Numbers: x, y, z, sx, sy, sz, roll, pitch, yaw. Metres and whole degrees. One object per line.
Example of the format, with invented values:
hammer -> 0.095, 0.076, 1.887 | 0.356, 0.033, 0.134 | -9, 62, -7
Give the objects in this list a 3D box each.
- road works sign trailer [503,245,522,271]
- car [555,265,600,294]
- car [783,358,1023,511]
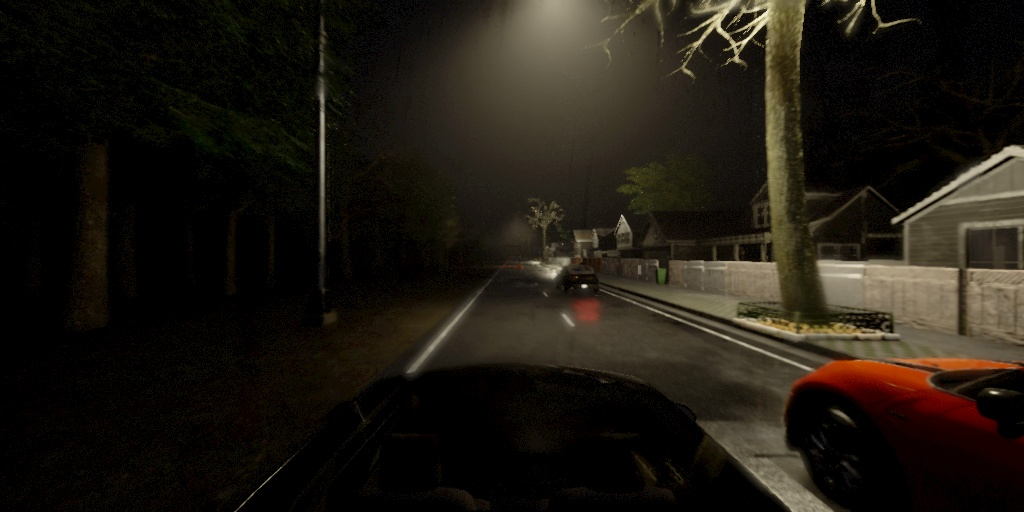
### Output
road works sign trailer -> 0.010, 0.250, 49.626 | 2.380, 3.560, 2.880 | 0, 0, 0
car -> 3.604, 1.262, 20.274 | 1.837, 1.490, 4.892 | 0, 0, 0
car -> 3.601, 1.102, 1.478 | 2.097, 1.767, 4.553 | 0, 0, 0
